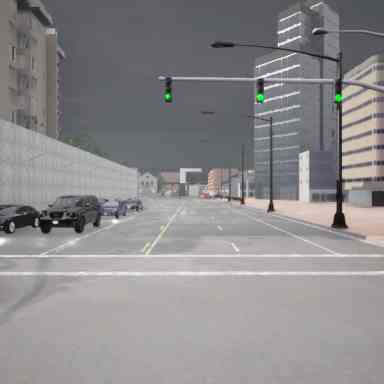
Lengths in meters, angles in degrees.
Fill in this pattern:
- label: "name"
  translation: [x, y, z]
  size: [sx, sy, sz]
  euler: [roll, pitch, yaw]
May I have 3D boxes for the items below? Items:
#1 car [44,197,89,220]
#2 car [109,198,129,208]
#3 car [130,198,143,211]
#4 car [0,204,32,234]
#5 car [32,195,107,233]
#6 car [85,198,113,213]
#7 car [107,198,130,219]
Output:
- label: "car"
  translation: [-10.611, 1.352, 28.487]
  size: [2.097, 1.767, 4.553]
  euler: [0, 0, 0]
- label: "car"
  translation: [-10.576, 1.601, 48.365]
  size: [1.895, 1.301, 4.718]
  euler: [0, 0, 0]
- label: "car"
  translation: [-7.107, 1.491, 40.034]
  size: [2.128, 1.511, 4.902]
  euler: [0, 0, 0]
- label: "car"
  translation: [-10.608, 1.505, 19.419]
  size: [1.837, 1.490, 4.892]
  euler: [0, 0, 0]
- label: "car"
  translation: [-7.104, 1.221, 20.051]
  size: [2.150, 2.045, 5.566]
  euler: [0, 0, 0]
- label: "car"
  translation: [-10.609, 1.505, 38.305]
  size: [1.837, 1.490, 4.892]
  euler: [0, 0, 0]
- label: "car"
  translation: [-7.111, 1.526, 29.692]
  size: [1.812, 1.442, 4.674]
  euler: [0, 0, 0]
